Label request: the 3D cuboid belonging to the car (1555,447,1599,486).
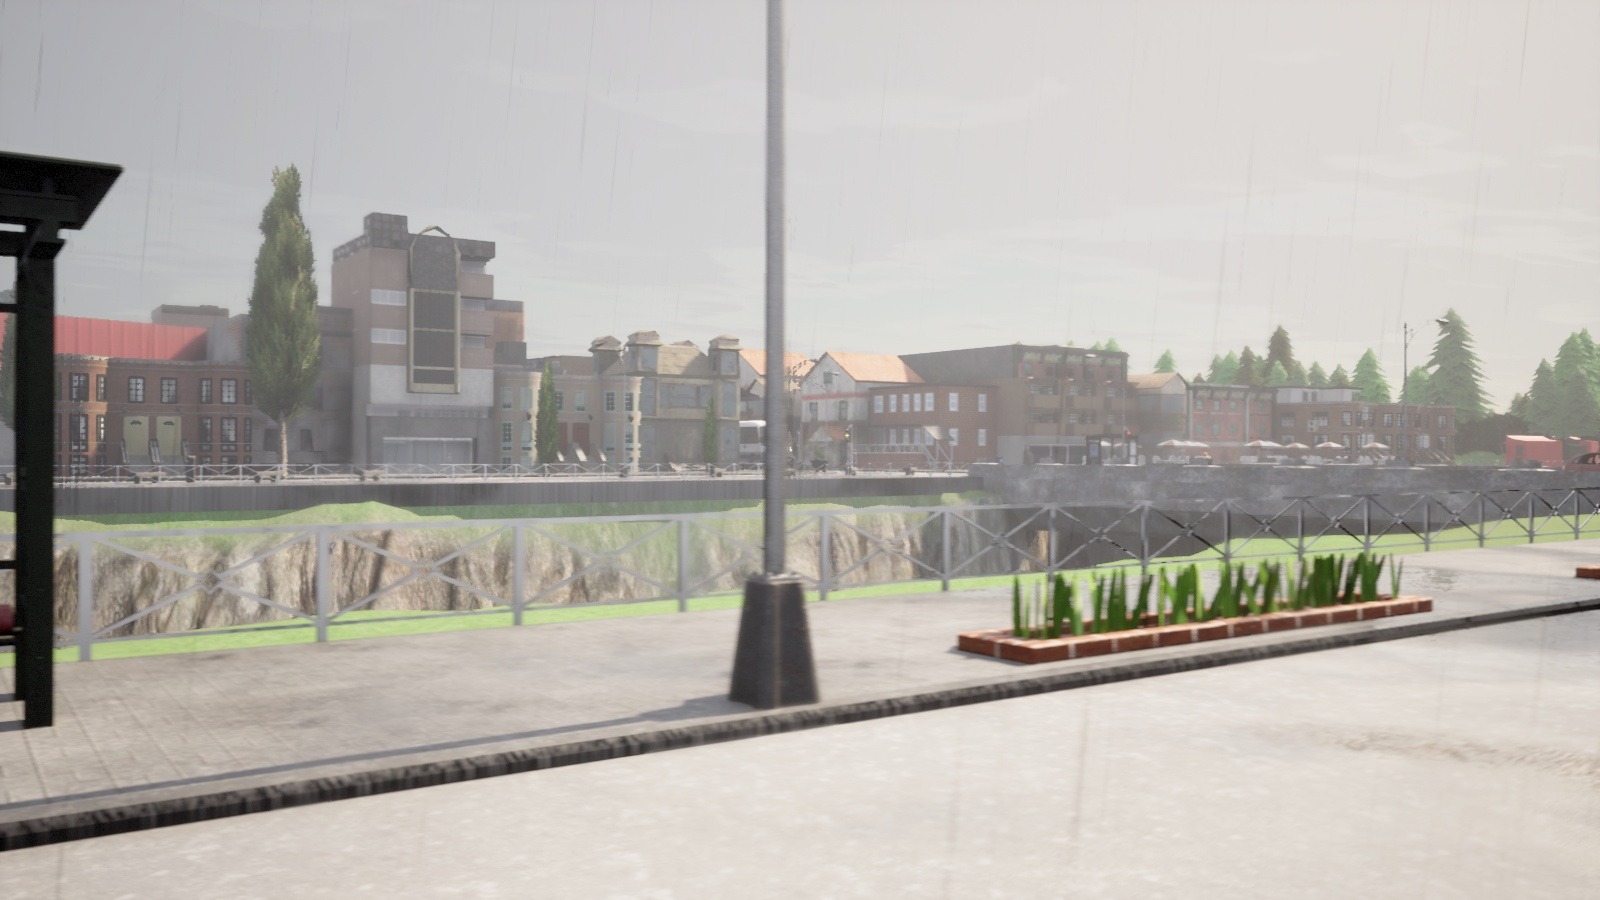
[{"bbox_3d":[34.087,0.699,52.430,1.851,1.617,3.988,0,0,-35],"label":"car"}]
